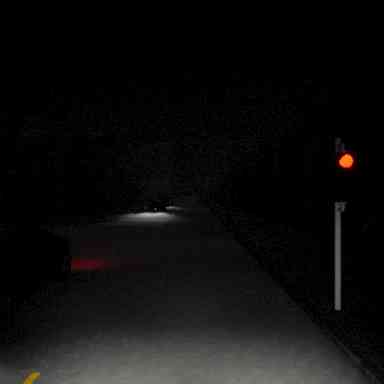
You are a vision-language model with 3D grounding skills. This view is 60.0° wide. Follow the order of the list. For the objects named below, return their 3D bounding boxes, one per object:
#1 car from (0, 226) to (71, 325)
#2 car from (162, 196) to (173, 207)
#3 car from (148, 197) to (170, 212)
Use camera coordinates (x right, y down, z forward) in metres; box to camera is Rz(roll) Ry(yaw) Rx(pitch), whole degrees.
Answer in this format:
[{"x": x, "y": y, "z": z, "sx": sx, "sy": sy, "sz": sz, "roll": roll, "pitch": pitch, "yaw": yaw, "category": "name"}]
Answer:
[{"x": -4.101, "y": 1.526, "z": 7.151, "sx": 1.812, "sy": 1.442, "sz": 4.674, "roll": 0, "pitch": 0, "yaw": 0, "category": "car"}, {"x": -4.066, "y": 1.352, "z": 51.828, "sx": 2.097, "sy": 1.767, "sz": 4.553, "roll": 0, "pitch": 0, "yaw": 0, "category": "car"}, {"x": -4.087, "y": 1.601, "z": 39.454, "sx": 1.895, "sy": 1.301, "sz": 4.718, "roll": 0, "pitch": 0, "yaw": 0, "category": "car"}]
